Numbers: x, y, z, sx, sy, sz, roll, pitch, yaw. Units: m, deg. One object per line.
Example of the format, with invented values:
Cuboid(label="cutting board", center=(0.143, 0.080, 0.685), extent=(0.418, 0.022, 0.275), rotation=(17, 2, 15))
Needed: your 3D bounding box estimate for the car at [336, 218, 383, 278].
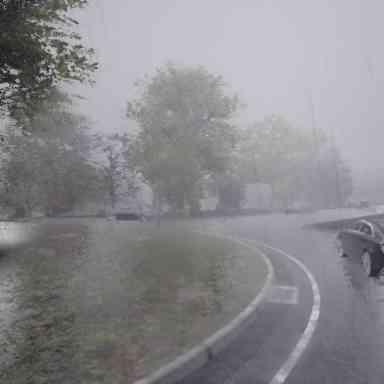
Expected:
Cuboid(label="car", center=(5.846, 1.551, 10.173), extent=(2.128, 1.511, 4.902), rotation=(0, 0, 11))

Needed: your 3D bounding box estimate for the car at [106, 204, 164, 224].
Cuboid(label="car", center=(-4.688, 1.744, 27.048), extent=(4.902, 1.511, 2.128), rotation=(0, -1, 22))

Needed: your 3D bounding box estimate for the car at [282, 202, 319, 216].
Cuboid(label="car", center=(11.916, 1.791, 36.169), extent=(2.033, 1.411, 5.357), rotation=(-1, -1, 45))

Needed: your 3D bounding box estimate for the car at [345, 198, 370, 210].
Cuboid(label="car", center=(24.025, 1.637, 48.329), extent=(4.553, 1.767, 2.097), rotation=(0, -1, -45))
